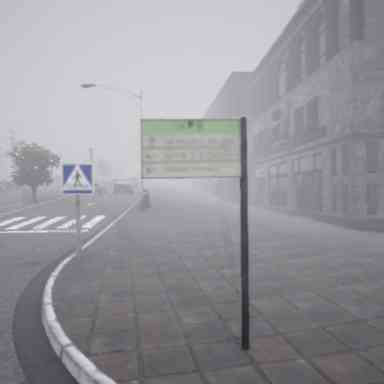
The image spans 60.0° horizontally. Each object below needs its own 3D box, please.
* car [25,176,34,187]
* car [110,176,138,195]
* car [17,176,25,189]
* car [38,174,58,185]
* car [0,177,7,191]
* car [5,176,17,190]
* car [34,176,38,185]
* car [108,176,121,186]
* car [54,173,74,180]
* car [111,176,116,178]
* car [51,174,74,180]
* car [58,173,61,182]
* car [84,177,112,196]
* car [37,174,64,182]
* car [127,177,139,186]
[{"bbox_3d":[-25.712,-1.319,47.280,5.008,1.535,2.097,-3,5,-28],"label":"car"},{"bbox_3d":[-7.256,-0.552,35.695,1.882,1.535,5.008,-1,4,-6],"label":"car"},{"bbox_3d":[-25.300,-1.065,44.369,4.674,1.452,2.002,-3,5,-27],"label":"car"},{"bbox_3d":[-28.218,-2.358,61.800,4.892,1.521,2.231,-3,5,-30],"label":"car"},{"bbox_3d":[-24.566,-0.643,38.505,4.792,1.488,2.163,-3,5,-26],"label":"car"},{"bbox_3d":[-24.897,-0.890,41.443,4.892,1.521,2.231,-3,5,-27],"label":"car"},{"bbox_3d":[-26.195,-1.653,50.167,4.553,1.767,2.185,-3,5,-28],"label":"car"},{"bbox_3d":[-12.952,-1.912,55.631,1.812,1.442,4.674,-1,4,-10],"label":"car"},{"bbox_3d":[-33.725,-4.143,87.882,4.553,1.767,2.185,-3,4,-32],"label":"car"},{"bbox_3d":[-11.431,-1.237,45.384,1.882,1.535,5.008,-1,4,-8],"label":"car"},{"bbox_3d":[-33.073,-3.857,84.997,5.008,1.535,2.097,-3,4,-32],"label":"car"},{"bbox_3d":[-29.411,-2.760,67.577,5.008,1.535,2.097,-3,5,-31],"label":"car"},{"bbox_3d":[-10.213,-0.479,35.097,2.128,1.511,4.902,-1,4,-5],"label":"car"},{"bbox_3d":[-30.018,-2.957,70.470,5.008,1.535,2.097,-3,5,-32],"label":"car"},{"bbox_3d":[-9.925,-1.848,55.729,1.895,1.301,4.718,-1,4,-10],"label":"car"}]
